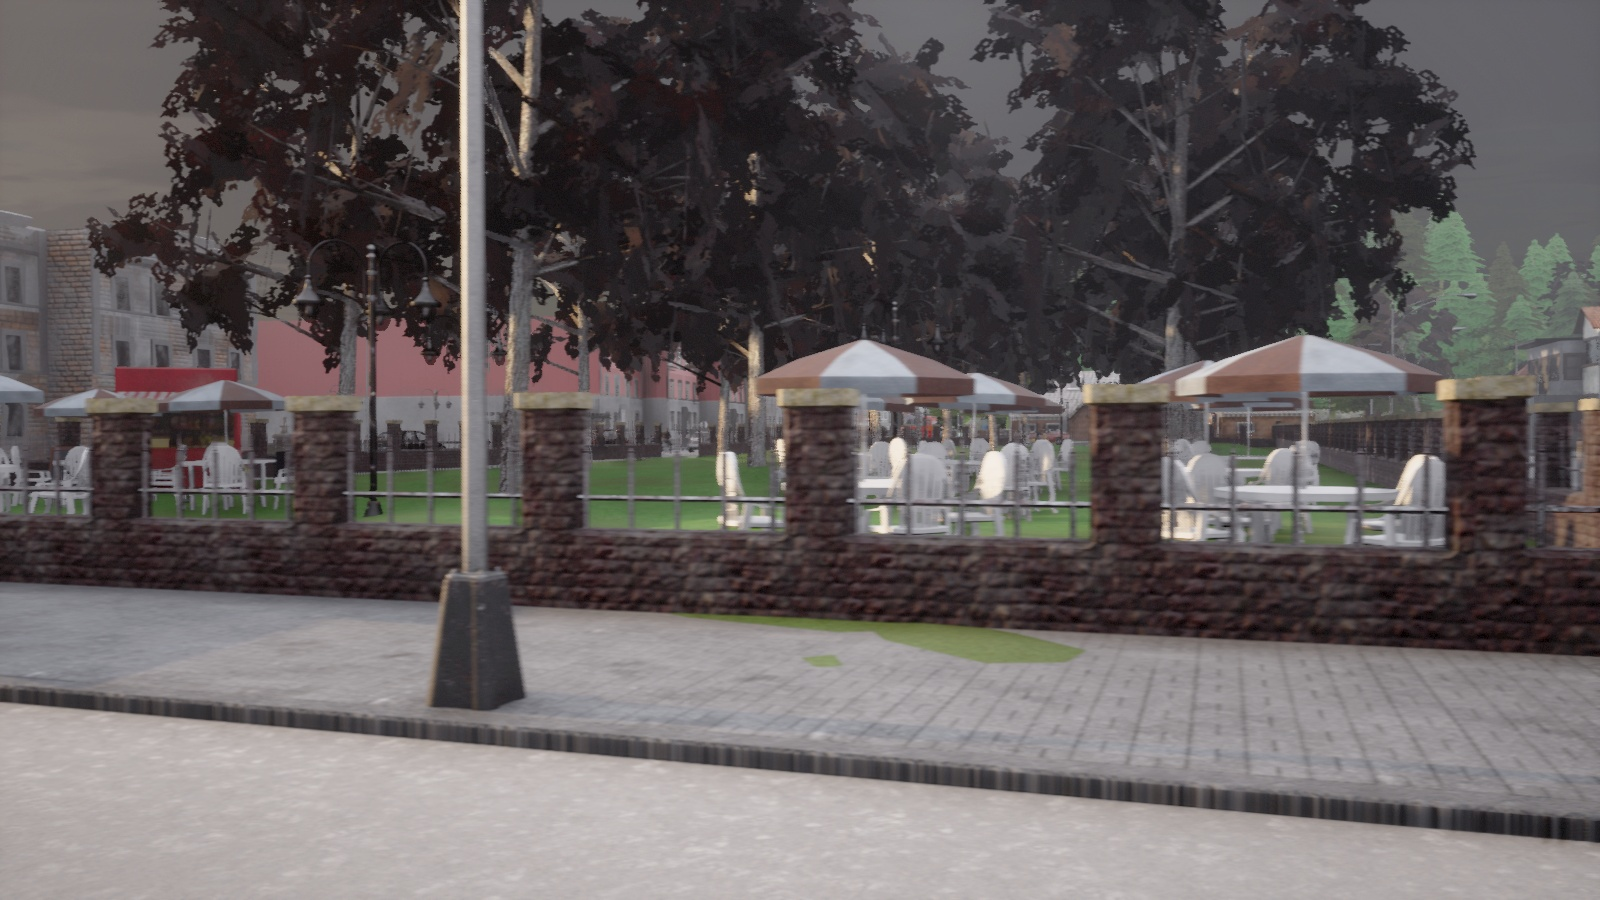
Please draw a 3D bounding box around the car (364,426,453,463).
[{"bbox_3d":[-17.678,-0.263,56.830,1.851,1.617,3.988,1,1,19],"label":"car"}]

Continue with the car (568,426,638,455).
[{"bbox_3d":[-11.660,-0.580,74.723,2.242,1.667,4.611,1,1,19],"label":"car"}]

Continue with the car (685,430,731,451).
[{"bbox_3d":[-6.572,-0.682,89.822,1.970,1.475,3.806,1,1,19],"label":"car"}]
